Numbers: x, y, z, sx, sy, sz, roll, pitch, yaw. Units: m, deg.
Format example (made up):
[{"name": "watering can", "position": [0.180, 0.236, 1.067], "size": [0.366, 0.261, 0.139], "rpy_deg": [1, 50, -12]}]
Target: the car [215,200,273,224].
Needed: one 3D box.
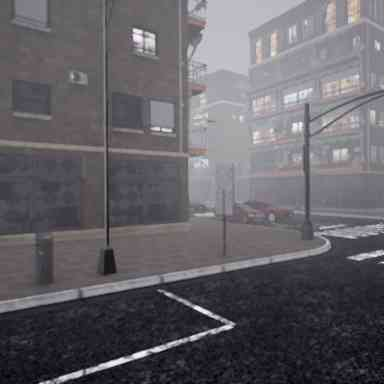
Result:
[{"name": "car", "position": [3.354, 1.464, 23.743], "size": [1.802, 1.307, 4.206], "rpy_deg": [0, 0, -35]}]

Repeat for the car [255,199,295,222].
[{"name": "car", "position": [5.440, 1.338, 25.264], "size": [1.882, 1.535, 5.008], "rpy_deg": [-1, 1, -35]}]

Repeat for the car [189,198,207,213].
[{"name": "car", "position": [-0.308, 1.331, 33.357], "size": [1.994, 1.385, 4.181], "rpy_deg": [-1, 1, -35]}]
